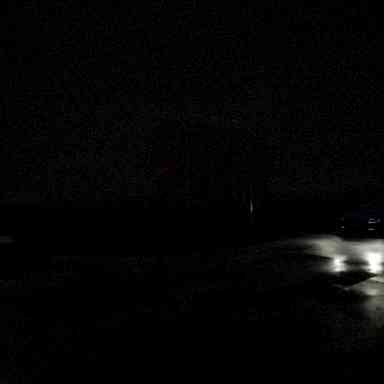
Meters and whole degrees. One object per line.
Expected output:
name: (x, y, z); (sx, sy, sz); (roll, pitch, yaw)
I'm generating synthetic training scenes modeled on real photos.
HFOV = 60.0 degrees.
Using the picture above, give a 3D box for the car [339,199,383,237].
car: (8.944, 1.106, 15.817); (5.008, 1.535, 1.882); (-2, 0, -37)
